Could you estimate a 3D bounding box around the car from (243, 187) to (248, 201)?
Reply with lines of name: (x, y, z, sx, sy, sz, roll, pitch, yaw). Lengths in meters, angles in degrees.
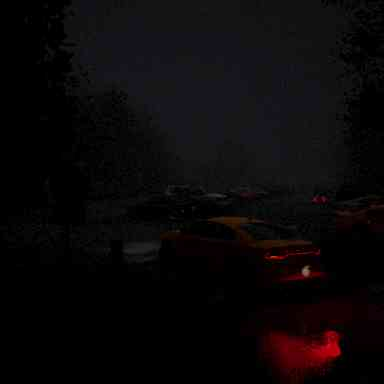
car: (2.540, 0.530, 32.231, 4.892, 1.521, 2.231, 1, 3, 24)

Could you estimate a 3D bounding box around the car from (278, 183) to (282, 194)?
car: (10.547, -0.190, 49.911, 4.792, 1.488, 2.163, 1, 2, 24)

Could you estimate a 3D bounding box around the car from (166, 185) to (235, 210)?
car: (0.277, 0.510, 27.154, 5.566, 2.045, 2.435, 1, 3, 24)

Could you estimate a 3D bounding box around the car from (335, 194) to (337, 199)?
car: (11.004, 1.111, 19.282, 4.792, 1.488, 2.163, 1, 3, 24)

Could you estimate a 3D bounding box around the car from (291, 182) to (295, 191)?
car: (16.059, -0.683, 62.643, 5.366, 1.575, 1.946, 1, 2, 24)

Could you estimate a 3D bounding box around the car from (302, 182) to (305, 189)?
car: (23.072, -1.226, 77.744, 5.008, 1.535, 2.097, 1, 2, 24)

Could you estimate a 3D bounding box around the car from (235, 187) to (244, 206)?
car: (1.562, 0.645, 29.629, 5.366, 1.575, 1.946, 1, 3, 24)

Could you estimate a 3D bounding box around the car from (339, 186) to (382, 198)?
car: (22.421, -0.012, 44.485, 5.008, 1.535, 2.097, 1, 2, 24)

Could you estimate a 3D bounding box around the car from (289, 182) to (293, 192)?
car: (15.060, -0.556, 60.051, 4.792, 1.488, 2.163, 1, 2, 24)

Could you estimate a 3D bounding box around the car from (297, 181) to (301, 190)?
car: (19.483, -0.957, 70.230, 5.366, 1.575, 1.946, 1, 2, 24)

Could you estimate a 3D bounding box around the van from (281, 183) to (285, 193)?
van: (11.769, -0.535, 52.395, 4.442, 1.987, 1.878, 1, 2, 24)

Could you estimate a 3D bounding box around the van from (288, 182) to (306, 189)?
van: (28.671, -1.836, 90.413, 4.442, 1.987, 1.878, 1, 1, 24)

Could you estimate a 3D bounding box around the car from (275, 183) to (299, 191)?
car: (20.765, -1.169, 72.692, 4.553, 1.767, 2.185, 1, 2, 24)

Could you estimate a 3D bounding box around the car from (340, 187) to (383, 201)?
car: (20.166, 0.209, 39.432, 4.792, 1.488, 2.163, 1, 2, 24)

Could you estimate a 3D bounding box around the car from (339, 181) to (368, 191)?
car: (34.971, -1.271, 72.363, 5.566, 2.045, 2.435, 1, 2, 24)

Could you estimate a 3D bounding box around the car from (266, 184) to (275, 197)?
car: (7.268, 0.075, 42.267, 5.366, 1.575, 1.946, 1, 3, 24)

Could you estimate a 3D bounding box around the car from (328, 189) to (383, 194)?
car: (13.139, 0.845, 24.390, 5.366, 1.575, 1.946, 1, 3, 24)

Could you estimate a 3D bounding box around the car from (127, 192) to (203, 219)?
car: (-2.058, 1.020, 22.134, 4.792, 1.488, 2.163, 1, 3, 24)

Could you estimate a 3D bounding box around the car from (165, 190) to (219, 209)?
car: (-0.885, 0.876, 24.647, 5.008, 1.535, 2.097, 1, 3, 24)

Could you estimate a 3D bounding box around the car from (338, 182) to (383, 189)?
car: (15.611, 0.370, 29.335, 5.566, 2.045, 2.435, 1, 3, 24)

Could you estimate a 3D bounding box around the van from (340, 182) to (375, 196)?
van: (24.588, -0.422, 49.574, 4.442, 1.987, 1.878, 1, 2, 24)

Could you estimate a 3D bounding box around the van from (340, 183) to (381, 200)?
van: (21.172, -0.145, 41.986, 4.442, 1.987, 1.878, 1, 2, 24)

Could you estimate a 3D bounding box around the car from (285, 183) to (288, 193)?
car: (12.777, -0.374, 54.993, 4.792, 1.488, 2.163, 1, 2, 24)

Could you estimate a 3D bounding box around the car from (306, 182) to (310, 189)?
car: (26.527, -1.751, 85.308, 5.566, 2.045, 2.435, 1, 2, 24)

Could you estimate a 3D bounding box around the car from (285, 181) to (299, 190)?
car: (18.505, -0.859, 67.628, 4.892, 1.521, 2.231, 1, 2, 24)

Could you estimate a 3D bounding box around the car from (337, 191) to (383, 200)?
car: (9.971, 1.067, 16.841, 4.553, 1.767, 2.185, 1, 3, 24)

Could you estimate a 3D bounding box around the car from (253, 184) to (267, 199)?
car: (5.840, 0.174, 40.003, 5.366, 1.575, 1.946, 1, 3, 24)

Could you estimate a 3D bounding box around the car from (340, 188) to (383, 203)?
car: (19.080, 0.308, 37.029, 4.792, 1.488, 2.163, 1, 3, 24)

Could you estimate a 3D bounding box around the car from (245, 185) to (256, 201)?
car: (3.507, 0.408, 34.837, 5.366, 1.575, 1.946, 1, 3, 24)

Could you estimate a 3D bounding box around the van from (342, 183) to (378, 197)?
van: (23.661, -0.327, 46.955, 4.442, 1.987, 1.878, 1, 2, 24)

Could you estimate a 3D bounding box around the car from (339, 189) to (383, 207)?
car: (16.699, 0.535, 31.893, 4.792, 1.488, 2.163, 1, 3, 24)

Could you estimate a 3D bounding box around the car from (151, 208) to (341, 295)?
car: (0.915, 1.374, 8.545, 1.882, 1.535, 5.008, 2, -1, -31)

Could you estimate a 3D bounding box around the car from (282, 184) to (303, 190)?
car: (24.221, -1.277, 80.271, 4.674, 1.452, 2.002, 1, 2, 24)

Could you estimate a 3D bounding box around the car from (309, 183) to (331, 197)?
car: (18.310, -0.109, 47.396, 2.128, 1.511, 4.902, 1, 2, 24)

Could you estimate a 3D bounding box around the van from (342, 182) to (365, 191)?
van: (36.242, -1.334, 74.828, 4.442, 1.987, 1.878, 1, 2, 24)

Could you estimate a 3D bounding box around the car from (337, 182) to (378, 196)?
car: (25.807, -0.537, 52.060, 5.566, 2.045, 2.435, 1, 2, 24)

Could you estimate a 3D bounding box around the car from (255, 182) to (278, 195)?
car: (9.409, -0.251, 47.378, 4.553, 1.767, 2.185, 1, 2, 24)

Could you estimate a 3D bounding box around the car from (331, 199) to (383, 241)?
car: (8.799, 1.307, 14.338, 5.008, 1.535, 2.097, 1, 3, 24)

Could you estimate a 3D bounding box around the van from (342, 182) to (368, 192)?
van: (31.686, -0.970, 64.734, 4.442, 1.987, 1.878, 1, 2, 24)

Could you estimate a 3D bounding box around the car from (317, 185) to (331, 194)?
car: (22.544, -0.463, 56.776, 1.882, 1.535, 5.008, 1, 2, 24)

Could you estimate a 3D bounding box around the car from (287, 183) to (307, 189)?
car: (27.658, -1.531, 87.823, 4.792, 1.488, 2.163, 1, 2, 24)

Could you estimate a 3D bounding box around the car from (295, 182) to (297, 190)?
car: (17.375, -0.767, 65.093, 4.892, 1.521, 2.231, 1, 2, 24)

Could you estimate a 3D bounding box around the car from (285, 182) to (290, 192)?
car: (13.918, -0.465, 57.522, 4.792, 1.488, 2.163, 1, 2, 24)
